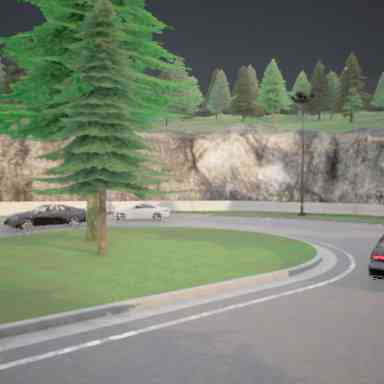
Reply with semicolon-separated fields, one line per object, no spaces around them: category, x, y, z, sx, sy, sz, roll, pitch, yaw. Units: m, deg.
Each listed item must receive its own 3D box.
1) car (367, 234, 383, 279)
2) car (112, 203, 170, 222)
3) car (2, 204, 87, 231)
car;6.395;1.637;9.489;2.033;1.411;5.357;0;0;38
car;-4.165;1.628;27.242;4.674;1.442;1.812;0;-1;-7
car;-9.066;1.528;20.840;4.902;1.511;2.128;1;-1;-42
